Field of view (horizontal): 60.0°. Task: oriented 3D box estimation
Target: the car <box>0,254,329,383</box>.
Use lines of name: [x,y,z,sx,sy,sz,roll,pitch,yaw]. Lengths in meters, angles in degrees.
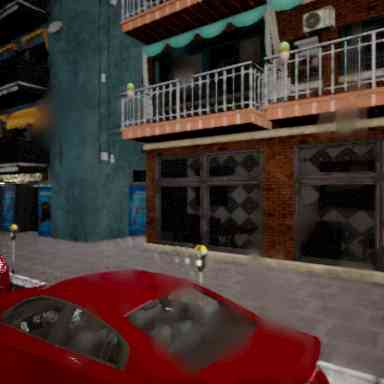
car: [-0.962,1.543,3.561,4.507,1.381,1.887,0,0,36]
